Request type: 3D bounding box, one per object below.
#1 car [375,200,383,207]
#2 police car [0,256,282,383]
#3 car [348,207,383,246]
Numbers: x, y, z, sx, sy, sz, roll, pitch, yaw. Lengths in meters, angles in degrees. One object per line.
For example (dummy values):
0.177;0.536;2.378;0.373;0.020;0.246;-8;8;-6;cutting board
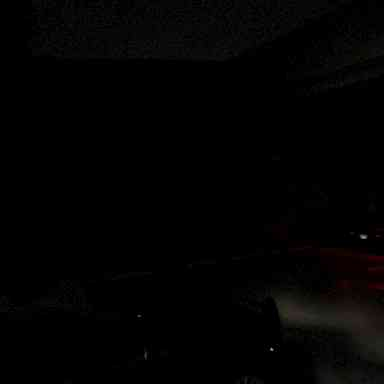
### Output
20.314;1.565;35.431;4.181;1.385;1.994;0;0;-35;car
-1.301;1.425;2.813;5.238;1.638;1.930;0;0;-36;police car
8.448;1.526;14.060;4.674;1.442;1.812;0;0;-35;car
